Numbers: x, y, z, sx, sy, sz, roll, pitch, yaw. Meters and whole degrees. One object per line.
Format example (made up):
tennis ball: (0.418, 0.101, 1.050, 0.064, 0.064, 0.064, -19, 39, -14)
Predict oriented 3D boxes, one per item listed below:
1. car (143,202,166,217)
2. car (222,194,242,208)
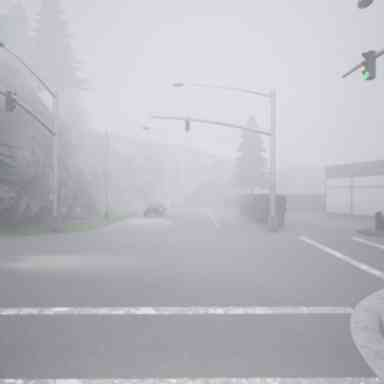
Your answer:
car: (-3.558, 1.669, 32.089, 1.895, 1.301, 4.718, 0, 0, 0)
car: (7.373, 1.330, 50.596, 5.566, 2.045, 2.150, 0, 0, -12)
